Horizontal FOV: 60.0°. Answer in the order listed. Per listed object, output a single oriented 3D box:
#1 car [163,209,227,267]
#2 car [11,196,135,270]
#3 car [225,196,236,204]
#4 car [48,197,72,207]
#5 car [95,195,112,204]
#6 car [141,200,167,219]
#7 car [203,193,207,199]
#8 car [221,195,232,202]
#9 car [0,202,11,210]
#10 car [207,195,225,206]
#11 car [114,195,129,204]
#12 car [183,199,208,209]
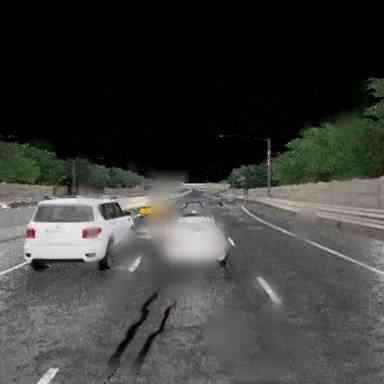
[{"bbox_3d":[0.117,1.519,11.321,1.812,1.442,4.674,0,0,0],"label":"car"},{"bbox_3d":[-3.385,1.215,11.100,2.150,2.045,5.566,0,0,0],"label":"car"},{"bbox_3d":[7.266,1.486,63.091,2.128,1.511,4.902,0,0,2],"label":"car"},{"bbox_3d":[-20.717,1.543,52.441,1.994,1.385,4.181,0,0,1],"label":"car"},{"bbox_3d":[-17.077,1.468,64.540,1.882,1.535,5.008,0,0,1],"label":"car"},{"bbox_3d":[-3.307,1.461,29.441,1.882,1.535,5.008,0,0,0],"label":"car"},{"bbox_3d":[4.253,1.579,85.553,2.033,1.411,5.357,0,0,1],"label":"car"},{"bbox_3d":[7.544,1.419,72.659,1.895,1.301,4.718,0,0,1],"label":"car"},{"bbox_3d":[-14.037,1.477,23.166,2.128,1.511,4.902,0,0,0],"label":"car"},{"bbox_3d":[3.797,1.491,53.625,1.812,1.442,4.674,0,0,1],"label":"car"},{"bbox_3d":[-13.580,1.469,64.498,1.882,1.535,5.008,0,0,1],"label":"car"},{"bbox_3d":[0.188,1.548,28.555,1.994,1.385,4.181,0,0,0],"label":"car"}]
